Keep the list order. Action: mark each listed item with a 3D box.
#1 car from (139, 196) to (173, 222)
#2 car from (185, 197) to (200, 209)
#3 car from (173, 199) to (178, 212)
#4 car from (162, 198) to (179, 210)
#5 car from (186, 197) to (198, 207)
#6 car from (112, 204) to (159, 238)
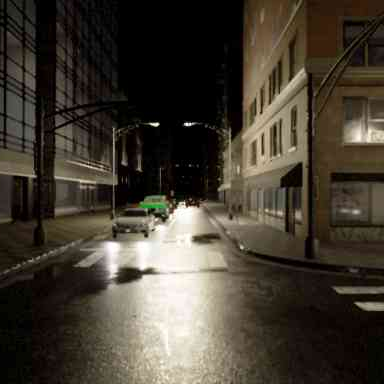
[{"bbox_3d":[-3.073,1.350,27.864,2.150,2.045,5.566,0,0,1],"label":"car"},{"bbox_3d":[0.105,1.583,50.129,2.097,1.767,4.553,0,0,0],"label":"car"},{"bbox_3d":[-3.067,1.526,37.767,2.097,1.767,4.553,0,0,0],"label":"car"},{"bbox_3d":[-3.053,1.713,48.138,2.128,1.511,4.902,0,0,0],"label":"car"},{"bbox_3d":[0.006,1.768,59.822,2.128,1.511,4.902,0,0,0],"label":"car"},{"bbox_3d":[-3.093,1.611,18.409,1.812,1.442,4.674,0,0,0],"label":"car"}]
